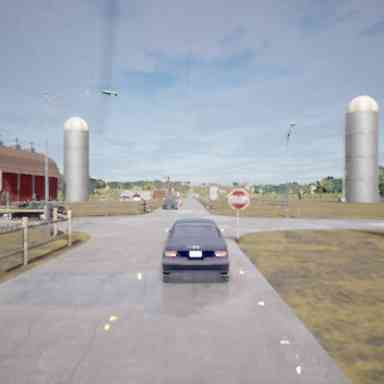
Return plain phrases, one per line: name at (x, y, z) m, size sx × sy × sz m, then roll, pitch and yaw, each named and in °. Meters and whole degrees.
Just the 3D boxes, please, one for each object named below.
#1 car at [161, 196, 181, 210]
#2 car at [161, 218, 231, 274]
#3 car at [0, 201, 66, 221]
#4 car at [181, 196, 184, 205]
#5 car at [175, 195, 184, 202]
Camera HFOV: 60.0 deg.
car at (-2.857, 1.562, 43.575) m, size 1.837 × 1.490 × 4.892 m, roll 0°, pitch 0°, yaw 0°
car at (0.094, 1.524, 10.447) m, size 2.033 × 1.411 × 5.357 m, roll 0°, pitch 0°, yaw 0°
car at (-12.403, 1.462, 25.913) m, size 4.892 × 1.490 × 1.837 m, roll 0°, pitch 0°, yaw 5°
car at (-2.812, 1.494, 59.547) m, size 2.097 × 1.767 × 4.553 m, roll 0°, pitch 0°, yaw 0°
car at (-2.787, 1.473, 74.595) m, size 1.882 × 1.535 × 5.008 m, roll 0°, pitch -1°, yaw 0°
